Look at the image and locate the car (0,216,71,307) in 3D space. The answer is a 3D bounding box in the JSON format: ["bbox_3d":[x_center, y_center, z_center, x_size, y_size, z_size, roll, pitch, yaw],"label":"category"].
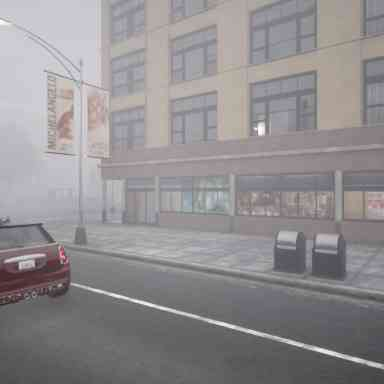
[{"bbox_3d":[-4.759,1.352,7.369,4.553,1.767,2.097,0,0,36],"label":"car"}]
